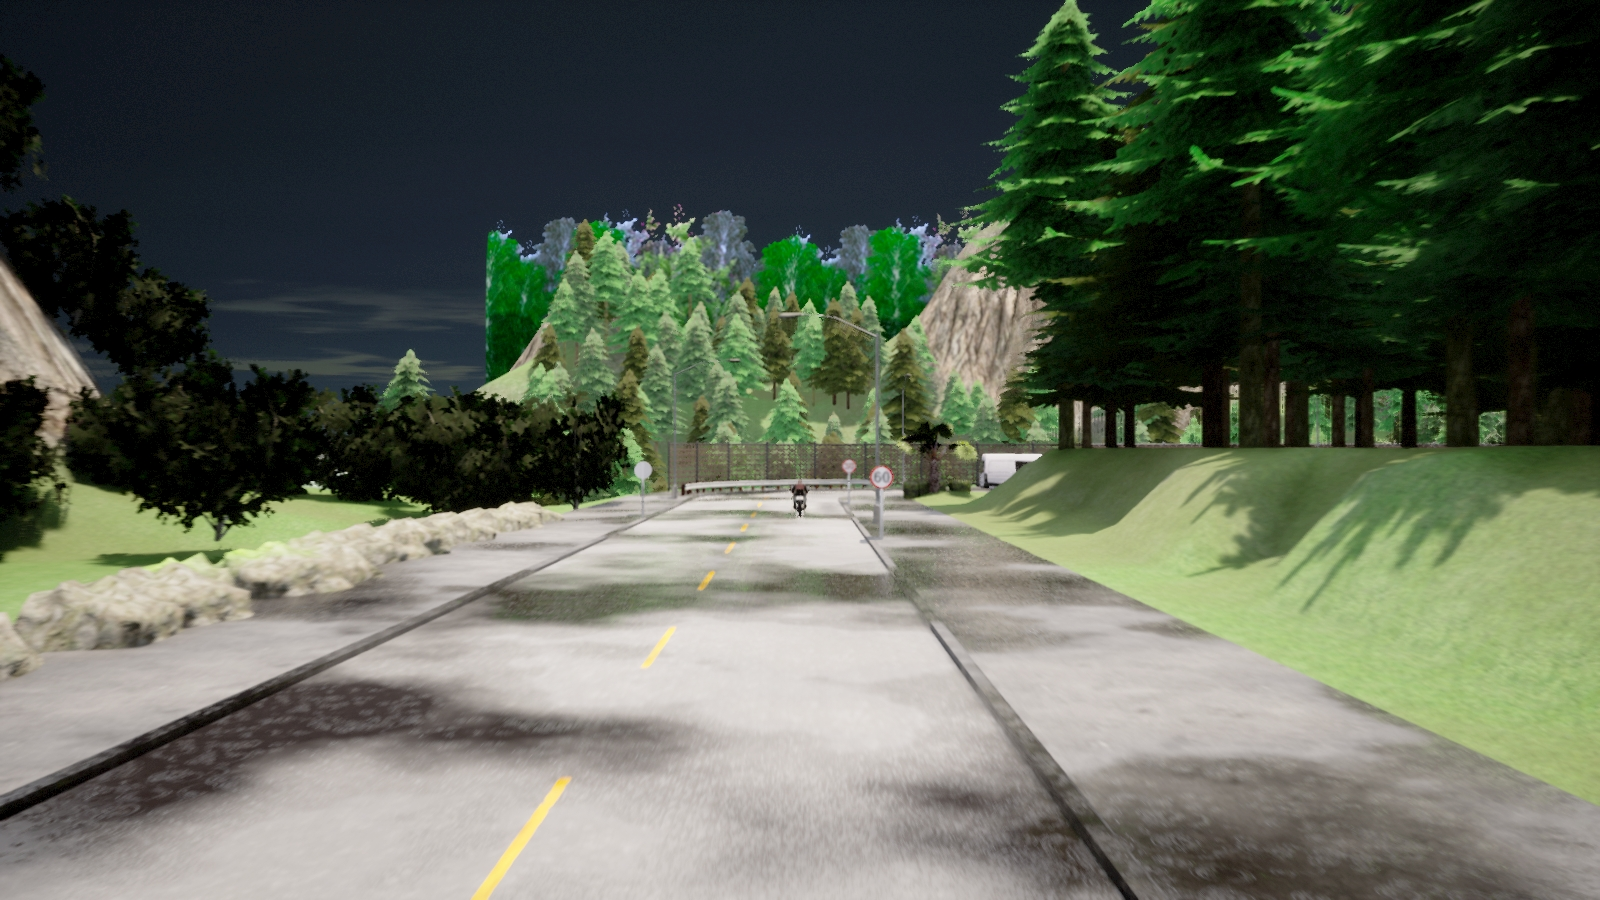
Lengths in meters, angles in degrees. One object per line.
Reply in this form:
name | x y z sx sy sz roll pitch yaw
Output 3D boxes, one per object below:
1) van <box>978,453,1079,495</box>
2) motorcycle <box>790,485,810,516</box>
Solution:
van | 14.313 1.500 71.832 5.915 2.561 1.988 0 0 0
motorcycle | -0.003 2.181 49.426 0.867 1.251 2.209 0 0 0
